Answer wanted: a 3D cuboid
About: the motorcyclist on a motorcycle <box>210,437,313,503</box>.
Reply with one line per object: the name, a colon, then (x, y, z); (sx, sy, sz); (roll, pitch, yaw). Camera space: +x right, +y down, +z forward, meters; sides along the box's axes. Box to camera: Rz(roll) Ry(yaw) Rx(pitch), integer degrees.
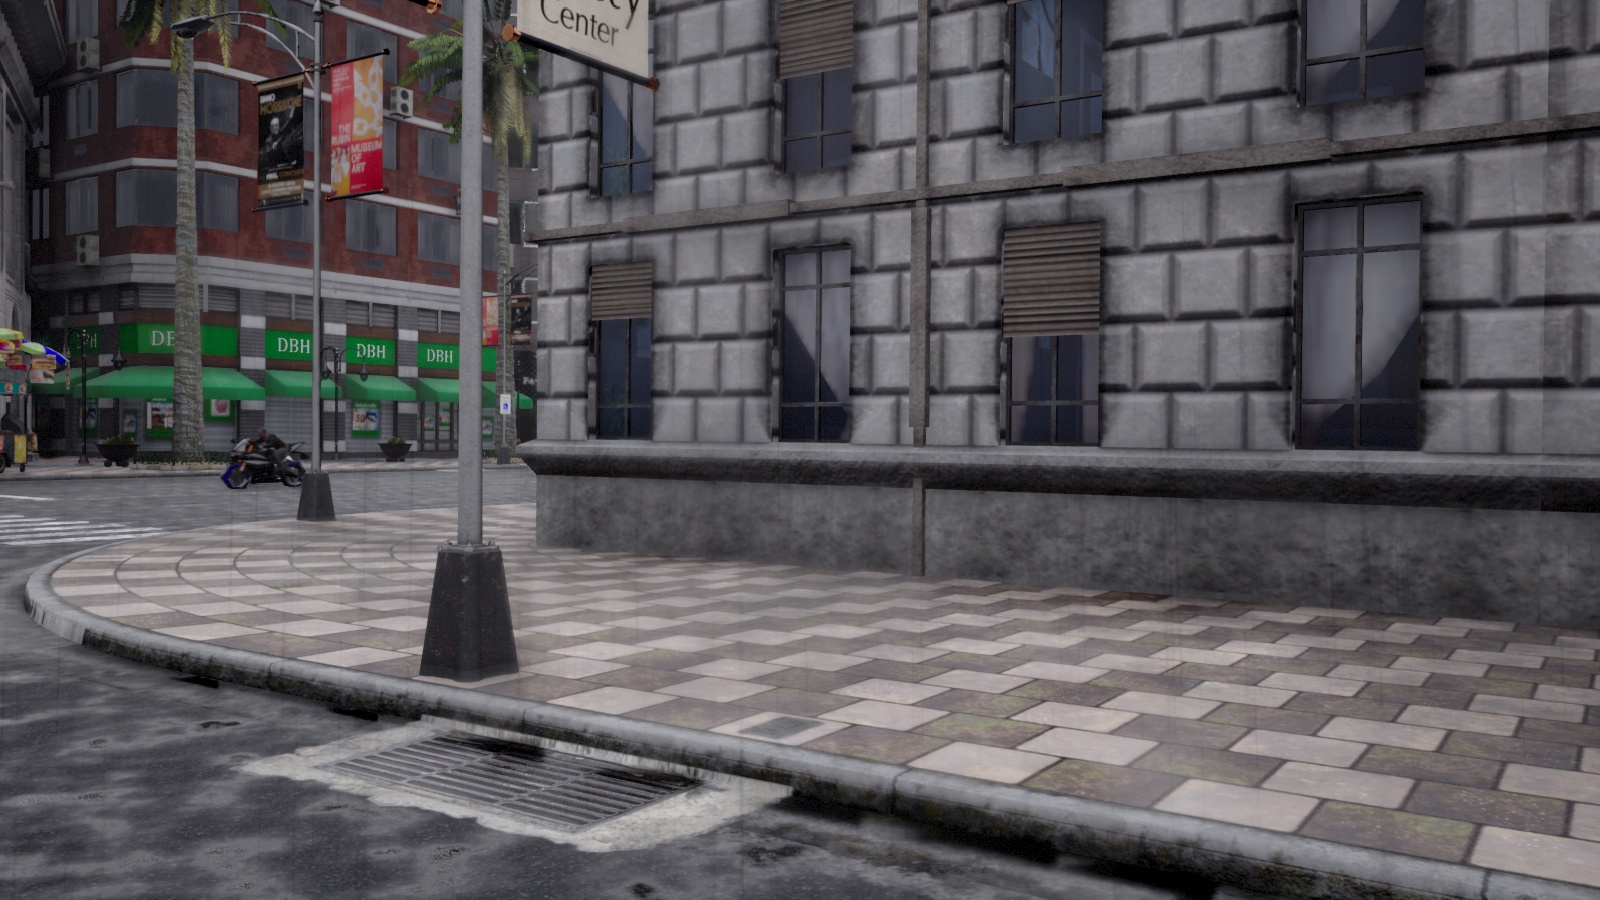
motorcyclist on a motorcycle: (-13.176, 0.465, 30.796); (0.866, 1.530, 2.191); (0, 1, 34)
